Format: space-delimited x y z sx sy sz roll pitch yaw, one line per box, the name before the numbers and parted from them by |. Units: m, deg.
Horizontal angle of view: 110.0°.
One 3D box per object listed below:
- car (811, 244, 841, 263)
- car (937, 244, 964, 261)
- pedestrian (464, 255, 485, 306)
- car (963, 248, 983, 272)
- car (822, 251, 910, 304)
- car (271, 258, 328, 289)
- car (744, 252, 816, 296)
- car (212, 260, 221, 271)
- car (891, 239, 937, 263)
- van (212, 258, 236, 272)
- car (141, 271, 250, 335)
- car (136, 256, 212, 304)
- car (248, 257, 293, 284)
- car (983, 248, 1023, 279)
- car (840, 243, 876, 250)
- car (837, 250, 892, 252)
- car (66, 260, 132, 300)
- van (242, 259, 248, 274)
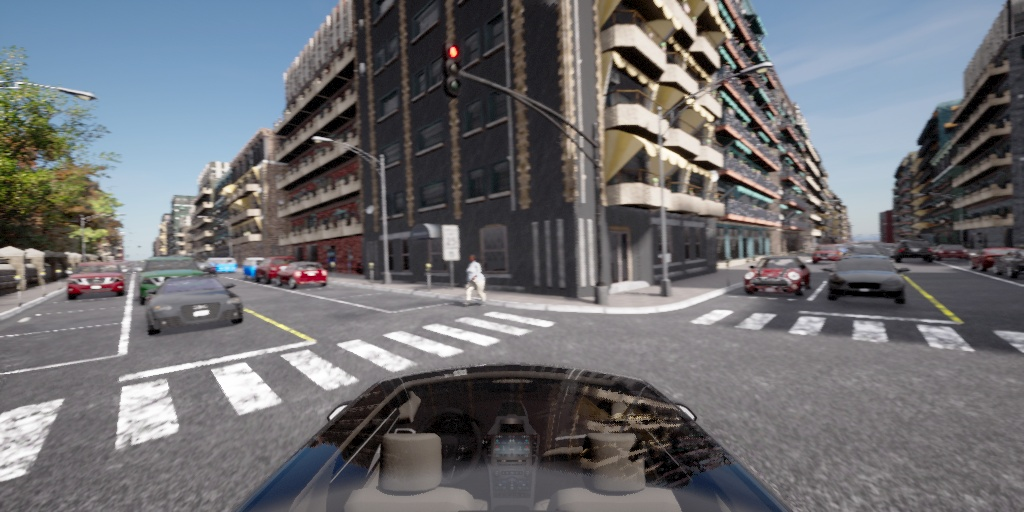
car | 31.036 -0.178 35.399 2.192 1.841 5.009 0 0 44
car | 40.961 -0.399 33.568 1.967 1.591 4.097 0 0 44
pedestrian | -1.297 0.819 12.357 0.375 1.860 0.375 -2 0 44
car | 29.143 0.176 21.472 1.888 1.381 4.507 0 0 44
car | 12.749 0.754 13.002 1.837 1.490 4.892 -2 0 44
car | -12.928 1.079 22.003 4.097 1.591 1.967 0 0 44
car | 11.341 0.730 15.240 1.967 1.591 4.097 0 0 44
car | -29.328 1.359 33.962 4.674 1.442 1.812 0 2 44
car | 36.470 -0.455 32.711 2.150 2.045 5.566 -2 0 44
van | -32.912 1.125 41.065 3.998 1.789 1.690 0 0 44
car | -9.674 1.344 10.871 4.181 1.385 1.994 0 2 44
car | -16.395 1.050 17.266 5.566 2.045 2.150 0 2 44
car | -16.924 0.983 25.815 5.009 1.841 2.192 0 0 44
car | 25.204 0.338 17.441 2.007 1.370 4.403 0 0 44
car | 26.509 0.054 27.066 2.097 1.767 4.553 -2 0 45
car | 19.517 0.544 19.890 4.181 1.385 1.994 -2 0 -44
car | -22.705 1.262 19.754 5.009 1.841 2.192 0 0 44
van | -20.921 1.038 29.628 3.998 1.789 1.690 0 0 44
